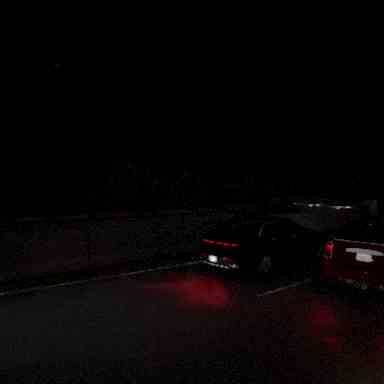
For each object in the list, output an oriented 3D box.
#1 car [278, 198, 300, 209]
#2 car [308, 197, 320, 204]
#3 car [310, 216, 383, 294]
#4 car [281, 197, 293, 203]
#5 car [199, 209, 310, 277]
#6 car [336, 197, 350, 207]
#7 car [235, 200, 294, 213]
[{"bbox_3d":[9.227,1.640,33.090,1.994,1.385,4.181,0,0,36],"label":"car"},{"bbox_3d":[25.531,1.811,69.786,1.812,1.442,4.674,0,0,12],"label":"car"},{"bbox_3d":[5.120,1.356,8.106,4.553,1.767,2.097,0,0,-40],"label":"car"},{"bbox_3d":[23.453,1.984,82.354,1.895,1.301,4.718,0,0,3],"label":"car"},{"bbox_3d":[2.421,1.512,10.383,4.892,1.490,1.837,0,0,-39],"label":"car"},{"bbox_3d":[25.311,1.699,55.934,1.837,1.490,4.892,0,0,20],"label":"car"},{"bbox_3d":[4.616,1.507,22.256,1.882,1.535,5.008,0,0,43],"label":"car"}]
